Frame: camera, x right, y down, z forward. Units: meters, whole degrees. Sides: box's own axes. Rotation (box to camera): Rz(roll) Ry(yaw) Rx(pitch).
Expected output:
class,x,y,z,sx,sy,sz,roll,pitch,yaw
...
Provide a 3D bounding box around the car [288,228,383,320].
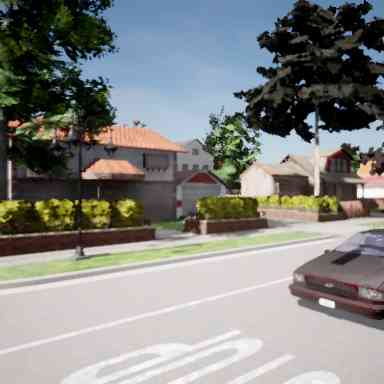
class,x,y,z,sx,sy,sz,roll,pitch,yaw
car,4.487,1.568,7.471,5.357,1.411,2.033,0,0,-37
